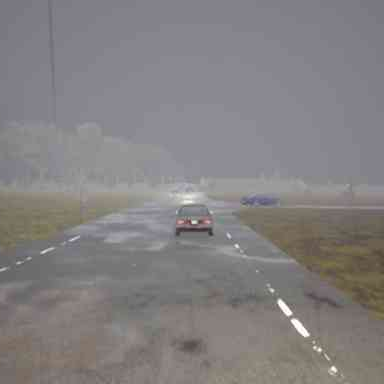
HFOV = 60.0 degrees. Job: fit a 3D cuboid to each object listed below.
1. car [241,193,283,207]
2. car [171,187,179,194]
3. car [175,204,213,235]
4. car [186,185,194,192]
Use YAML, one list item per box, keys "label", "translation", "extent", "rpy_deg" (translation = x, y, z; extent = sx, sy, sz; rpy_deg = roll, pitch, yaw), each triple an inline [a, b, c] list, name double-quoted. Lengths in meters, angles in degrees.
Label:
- label: "car"
  translation: [8.043, 0.929, 37.960]
  extent: [5.008, 1.535, 1.882]
  rpy_deg: [1, -1, -24]
- label: "car"
  translation: [-4.033, -0.404, 78.604]
  extent: [1.882, 1.535, 5.008]
  rpy_deg: [0, 2, -1]
- label: "car"
  translation: [0.102, 1.350, 17.321]
  extent: [2.033, 1.411, 5.357]
  rpy_deg: [0, 1, 0]
- label: "car"
  translation: [-0.644, -0.923, 89.405]
  extent: [2.097, 1.767, 4.553]
  rpy_deg: [0, 2, -1]
